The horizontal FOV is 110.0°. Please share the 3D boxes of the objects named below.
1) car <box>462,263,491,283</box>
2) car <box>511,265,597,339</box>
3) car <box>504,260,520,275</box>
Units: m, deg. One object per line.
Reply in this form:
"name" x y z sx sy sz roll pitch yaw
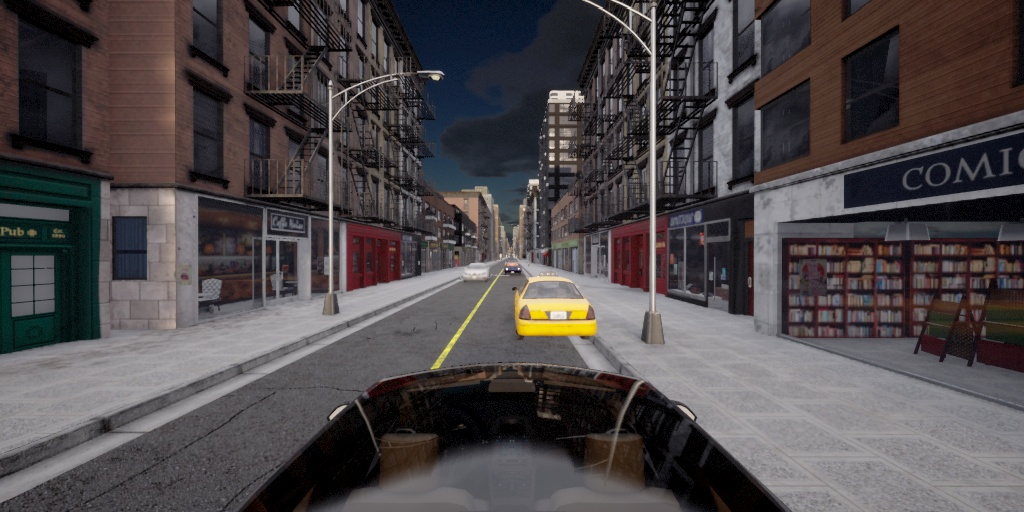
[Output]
"car" -2.740 1.285 28.404 1.812 1.442 4.674 0 0 0
"car" 0.965 1.206 9.991 1.801 1.575 5.366 0 0 0
"car" 0.089 1.373 39.079 1.895 1.301 4.718 0 0 0
